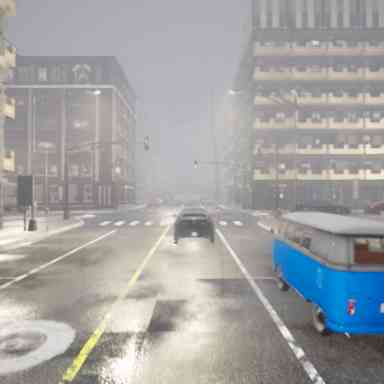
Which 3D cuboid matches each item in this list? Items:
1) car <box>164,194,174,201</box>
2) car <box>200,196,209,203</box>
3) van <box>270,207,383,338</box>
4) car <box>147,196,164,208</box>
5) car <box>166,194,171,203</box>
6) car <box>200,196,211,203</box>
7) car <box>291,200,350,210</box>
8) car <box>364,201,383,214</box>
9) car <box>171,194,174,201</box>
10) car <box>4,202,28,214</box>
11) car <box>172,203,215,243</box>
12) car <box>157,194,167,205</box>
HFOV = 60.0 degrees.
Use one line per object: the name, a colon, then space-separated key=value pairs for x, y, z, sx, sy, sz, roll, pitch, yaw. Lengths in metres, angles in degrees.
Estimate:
car: x=-5.698 y=1.377 z=83.950 sx=2.192 sy=1.841 sz=5.009 roll=1 pitch=0 yaw=0
car: x=2.680 y=1.618 z=72.644 sx=1.947 sy=1.339 sz=4.313 roll=1 pitch=0 yaw=0
van: x=2.706 y=1.345 z=6.376 sx=1.690 sy=1.788 sz=3.998 roll=1 pitch=0 yaw=0
car: x=-5.692 y=1.615 z=49.842 sx=1.802 sy=1.307 sz=4.206 roll=1 pitch=0 yaw=0
car: x=-5.690 y=1.357 z=61.211 sx=2.192 sy=1.841 sz=5.009 roll=1 pitch=0 yaw=0
car: x=2.685 y=1.568 z=61.445 sx=1.752 sy=1.417 sz=4.829 roll=1 pitch=0 yaw=0
car: x=12.102 y=1.498 z=31.603 sx=5.357 sy=1.411 sz=2.033 roll=0 pitch=-1 yaw=5
car: x=17.174 y=1.420 z=28.516 sx=4.507 sy=1.381 sz=1.887 roll=0 pitch=-1 yaw=0
car: x=-5.699 y=1.602 z=72.580 sx=2.008 sy=1.369 sz=4.403 roll=1 pitch=0 yaw=0
car: x=-20.694 y=1.741 z=37.154 sx=4.313 sy=1.339 sz=1.947 roll=0 pitch=-1 yaw=0
car: x=0.093 y=1.515 z=16.276 sx=1.837 sy=1.490 sz=4.892 roll=0 pitch=0 yaw=0
car: x=-5.693 y=1.563 z=55.356 sx=1.752 sy=1.417 sz=4.829 roll=1 pitch=0 yaw=0
